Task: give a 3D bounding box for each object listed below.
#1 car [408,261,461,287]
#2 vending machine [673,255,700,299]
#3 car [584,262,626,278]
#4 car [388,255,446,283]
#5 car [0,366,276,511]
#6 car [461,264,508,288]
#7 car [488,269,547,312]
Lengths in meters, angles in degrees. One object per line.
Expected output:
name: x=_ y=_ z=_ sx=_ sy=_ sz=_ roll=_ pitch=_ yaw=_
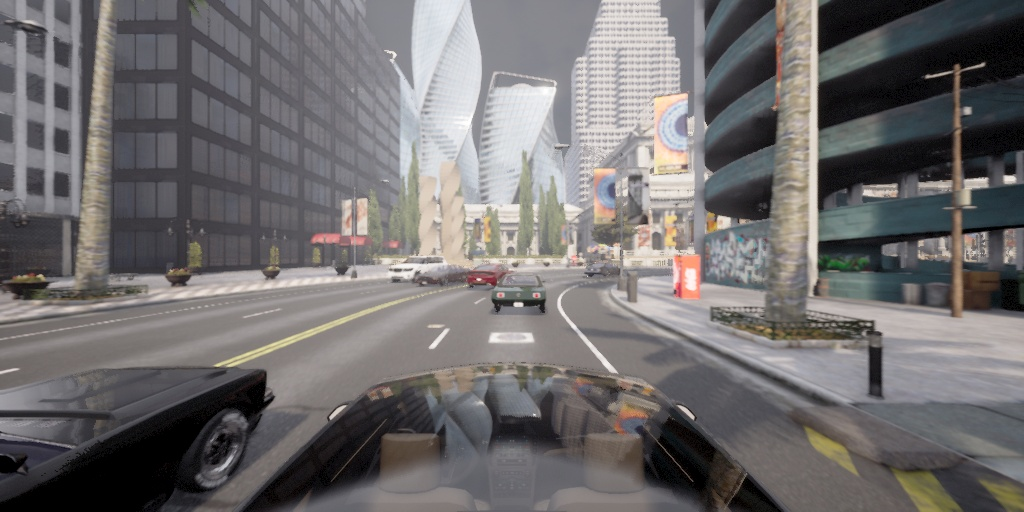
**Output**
car: x=-4.623 y=1.300 z=24.977 sx=2.033 sy=1.411 sz=5.357 roll=0 pitch=0 yaw=19
vending machine: x=7.802 y=0.946 z=16.036 sx=1.100 sy=2.100 sz=0.880 roll=0 pitch=0 yaw=10
car: x=8.910 y=1.300 z=34.120 sx=2.033 sy=1.411 sz=5.357 roll=0 pitch=0 yaw=42
car: x=-7.142 y=0.974 z=27.989 sx=2.150 sy=2.045 sz=5.566 roll=0 pitch=0 yaw=23
car: x=-3.400 y=1.351 z=1.586 sx=1.895 sy=1.301 sz=4.718 roll=0 pitch=0 yaw=0
car: x=-1.201 y=1.230 z=23.355 sx=1.882 sy=1.535 sz=5.008 roll=0 pitch=0 yaw=17
car: x=0.405 y=1.352 z=14.277 sx=1.895 sy=1.301 sz=4.718 roll=0 pitch=0 yaw=5
